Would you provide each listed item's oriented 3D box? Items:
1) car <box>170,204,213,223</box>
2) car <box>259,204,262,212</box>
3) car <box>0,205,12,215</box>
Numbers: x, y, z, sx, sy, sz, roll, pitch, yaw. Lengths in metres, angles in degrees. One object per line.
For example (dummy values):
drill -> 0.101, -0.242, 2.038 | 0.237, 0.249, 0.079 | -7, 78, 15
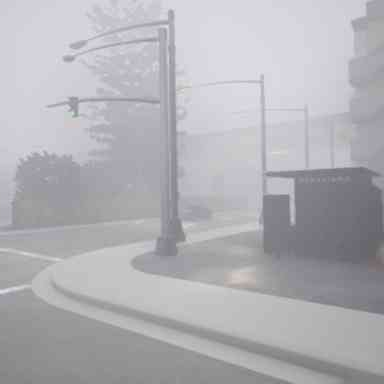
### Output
car -> 0.096, 1.801, 28.782 | 1.812, 1.442, 4.674 | -2, -1, 36
car -> 10.430, 1.766, 43.088 | 1.882, 1.535, 5.008 | -1, -1, 36
car -> -26.286, 2.545, 46.675 | 1.994, 1.385, 4.181 | -1, -1, -10
